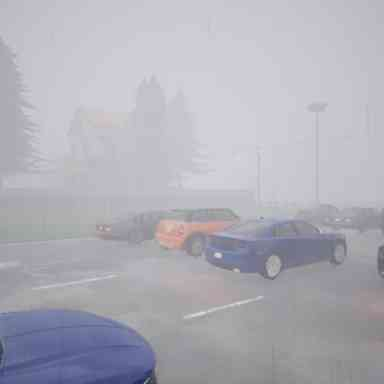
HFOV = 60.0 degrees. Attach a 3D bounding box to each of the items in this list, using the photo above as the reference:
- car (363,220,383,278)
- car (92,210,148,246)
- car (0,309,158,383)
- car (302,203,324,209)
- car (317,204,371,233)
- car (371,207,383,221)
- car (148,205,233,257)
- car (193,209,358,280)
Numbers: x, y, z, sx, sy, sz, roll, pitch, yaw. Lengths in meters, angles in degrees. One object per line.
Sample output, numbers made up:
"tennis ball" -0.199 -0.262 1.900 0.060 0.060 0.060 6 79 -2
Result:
"car" 6.621 1.505 8.534 4.892 1.490 1.837 0 0 -36
"car" -1.795 1.547 15.407 5.357 1.411 2.033 0 0 -36
"car" -2.560 1.478 1.949 5.008 1.535 1.882 0 0 -35
"car" 9.171 1.525 23.299 4.674 1.442 1.812 0 0 -36
"car" 9.958 1.547 19.549 5.357 1.411 2.033 0 0 -36
"car" 11.351 1.223 16.235 5.566 2.045 2.150 0 0 -36
"car" 0.886 1.352 13.043 4.553 1.767 2.097 0 0 -35
"car" 2.683 1.477 10.017 5.008 1.535 1.882 0 0 -36
